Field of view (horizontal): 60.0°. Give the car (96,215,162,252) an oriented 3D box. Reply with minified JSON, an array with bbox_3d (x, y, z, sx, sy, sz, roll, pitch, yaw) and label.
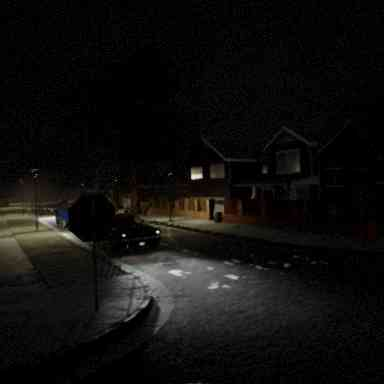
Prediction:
[{"bbox_3d":[-3.112,1.733,15.022,1.895,1.301,4.718,-2,1,-31],"label":"car"}]

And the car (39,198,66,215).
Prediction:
[{"bbox_3d":[-15.419,1.643,36.021,2.128,1.511,4.902,-2,1,-29],"label":"car"}]

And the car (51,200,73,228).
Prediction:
[{"bbox_3d":[-8.531,1.613,23.935,1.882,1.535,5.008,-2,1,-31],"label":"car"}]

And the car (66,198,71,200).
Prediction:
[{"bbox_3d":[-17.908,1.566,46.937,2.128,1.511,4.902,-2,1,-27],"label":"car"}]
